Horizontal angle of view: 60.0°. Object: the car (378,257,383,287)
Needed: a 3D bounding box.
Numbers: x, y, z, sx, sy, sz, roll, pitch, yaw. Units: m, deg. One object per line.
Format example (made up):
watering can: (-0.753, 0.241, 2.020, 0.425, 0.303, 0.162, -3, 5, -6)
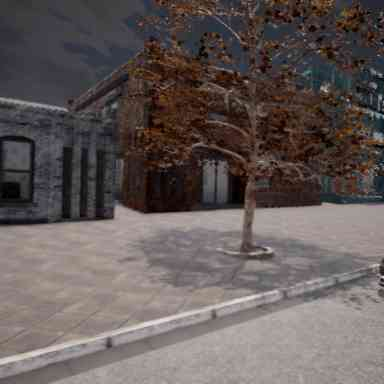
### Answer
car: (6.293, 1.510, 7.869, 4.892, 1.490, 1.837, 0, 0, -36)
